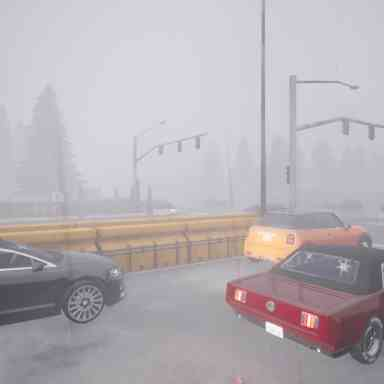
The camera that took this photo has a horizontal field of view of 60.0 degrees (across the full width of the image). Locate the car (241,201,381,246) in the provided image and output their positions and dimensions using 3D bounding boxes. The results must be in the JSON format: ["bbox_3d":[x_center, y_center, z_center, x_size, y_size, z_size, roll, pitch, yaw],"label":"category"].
[{"bbox_3d":[3.885,1.352,10.829,4.553,1.767,2.097,0,0,-36],"label":"car"}]

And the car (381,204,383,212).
[{"bbox_3d":[23.288,1.601,37.850,4.718,1.301,1.895,0,0,-35],"label":"car"}]

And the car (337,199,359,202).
[{"bbox_3d":[18.469,1.525,40.108,4.674,1.442,1.812,0,0,-20],"label":"car"}]

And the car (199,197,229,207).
[{"bbox_3d":[3.365,1.547,51.583,2.033,1.411,5.357,0,0,-35],"label":"car"}]

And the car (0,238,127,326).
[{"bbox_3d":[-3.528,1.492,5.522,4.902,1.511,2.128,0,0,-36],"label":"car"}]

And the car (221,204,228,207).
[{"bbox_3d":[4.007,1.564,19.768,4.181,1.385,1.994,0,0,-36],"label":"car"}]

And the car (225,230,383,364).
[{"bbox_3d":[2.937,1.601,5.848,4.718,1.301,1.895,0,0,-36],"label":"car"}]

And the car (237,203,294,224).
[{"bbox_3d":[5.614,1.564,25.219,4.181,1.385,1.994,0,0,-36],"label":"car"}]

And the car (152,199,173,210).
[{"bbox_3d":[-4.243,1.564,43.989,1.994,1.385,4.181,0,0,-36],"label":"car"}]
